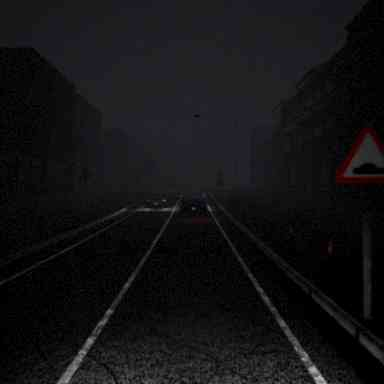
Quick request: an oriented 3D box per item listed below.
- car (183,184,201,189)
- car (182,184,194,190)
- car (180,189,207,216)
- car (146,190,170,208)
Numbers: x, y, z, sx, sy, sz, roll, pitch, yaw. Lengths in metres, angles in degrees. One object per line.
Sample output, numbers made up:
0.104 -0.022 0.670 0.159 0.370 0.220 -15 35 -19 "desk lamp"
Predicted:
0.149 -0.023 41.337 1.812 1.442 4.674 0 3 0 "car"
-0.763 -1.062 72.301 1.994 1.385 4.181 0 1 8 "car"
0.107 0.850 24.558 1.882 1.535 5.008 0 2 0 "car"
-3.078 0.590 30.684 1.812 1.442 4.674 0 3 0 "car"
